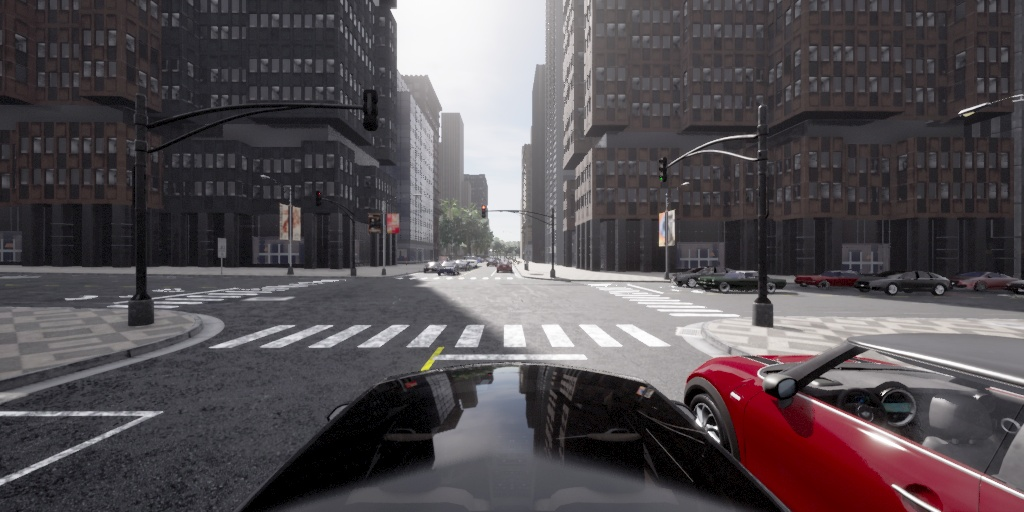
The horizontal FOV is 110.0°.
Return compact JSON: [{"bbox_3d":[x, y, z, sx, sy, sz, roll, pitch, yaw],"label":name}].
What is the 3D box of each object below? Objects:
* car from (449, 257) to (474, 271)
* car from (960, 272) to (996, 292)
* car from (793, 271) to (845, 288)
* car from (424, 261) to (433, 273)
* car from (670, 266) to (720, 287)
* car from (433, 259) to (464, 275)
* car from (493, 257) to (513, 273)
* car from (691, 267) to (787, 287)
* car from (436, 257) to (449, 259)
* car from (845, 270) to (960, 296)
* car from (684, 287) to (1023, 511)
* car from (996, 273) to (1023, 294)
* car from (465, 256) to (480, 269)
[{"bbox_3d":[-6.834,1.258,48.587,2.128,1.511,4.902,0,0,-1],"label":"car"},{"bbox_3d":[33.685,1.822,25.834,4.181,1.385,1.994,1,0,0],"label":"car"},{"bbox_3d":[23.110,1.705,25.691,4.718,1.301,1.895,1,0,-1],"label":"car"},{"bbox_3d":[-9.431,1.321,43.412,1.948,1.339,4.313,0,0,-1],"label":"car"},{"bbox_3d":[13.853,1.475,25.586,4.892,1.490,1.837,1,0,-1],"label":"car"},{"bbox_3d":[-6.686,1.292,38.321,2.033,1.411,5.357,0,0,-1],"label":"car"},{"bbox_3d":[-0.907,1.195,43.526,1.967,1.591,4.097,0,0,-1],"label":"car"},{"bbox_3d":[14.159,1.579,22.340,4.718,1.301,1.895,1,0,-3],"label":"car"},{"bbox_3d":[-9.506,1.082,48.838,2.192,1.841,5.009,0,0,-1],"label":"car"},{"bbox_3d":[24.359,1.631,22.472,4.892,1.490,1.837,1,0,-1],"label":"car"},{"bbox_3d":[2.761,1.190,2.160,1.967,1.591,4.097,0,0,0],"label":"car"},{"bbox_3d":[34.740,1.825,22.599,5.357,1.411,2.033,1,0,-1],"label":"car"},{"bbox_3d":[-6.965,1.012,59.219,2.150,2.045,5.566,0,0,0],"label":"car"}]
